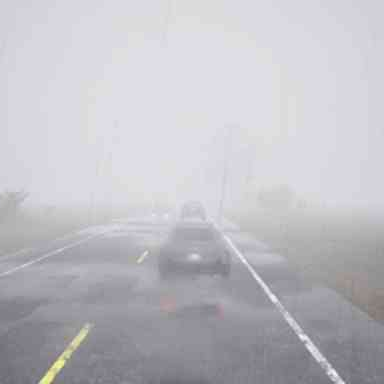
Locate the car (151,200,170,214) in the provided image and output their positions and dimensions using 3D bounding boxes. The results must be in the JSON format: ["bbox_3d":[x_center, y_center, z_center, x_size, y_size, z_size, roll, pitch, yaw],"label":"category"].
[{"bbox_3d":[-3.599,1.723,38.752,1.837,1.490,4.892,0,0,0],"label":"car"}]

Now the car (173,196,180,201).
[{"bbox_3d":[-3.513,1.693,79.494,2.097,1.767,4.553,0,0,0],"label":"car"}]

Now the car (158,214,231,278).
[{"bbox_3d":[0.078,1.620,10.380,1.994,1.385,4.181,0,0,0],"label":"car"}]

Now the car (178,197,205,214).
[{"bbox_3d":[0.087,1.518,29.873,2.097,1.767,4.553,0,0,0],"label":"car"}]
